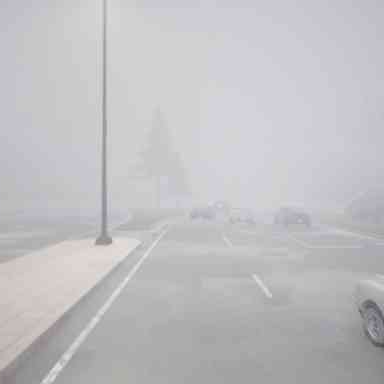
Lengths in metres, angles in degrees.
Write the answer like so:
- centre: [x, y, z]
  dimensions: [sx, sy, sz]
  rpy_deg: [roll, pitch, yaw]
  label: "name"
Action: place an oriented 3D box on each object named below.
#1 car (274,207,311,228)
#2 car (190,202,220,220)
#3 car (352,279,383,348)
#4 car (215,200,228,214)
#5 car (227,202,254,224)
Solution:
- centre: [7.314, 1.789, 24.388]
  dimensions: [1.812, 1.442, 4.674]
  rpy_deg: [0, -1, 2]
  label: "car"
- centre: [1.153, 1.940, 31.310]
  dimensions: [1.895, 1.301, 4.718]
  rpy_deg: [0, -1, 11]
  label: "car"
- centre: [3.602, 1.639, 3.446]
  dimensions: [1.895, 1.301, 4.718]
  rpy_deg: [0, -1, 0]
  label: "car"
- centre: [3.907, 1.807, 42.139]
  dimensions: [2.097, 1.767, 4.553]
  rpy_deg: [0, -1, 16]
  label: "car"
- centre: [4.033, 1.822, 27.339]
  dimensions: [1.812, 1.442, 4.674]
  rpy_deg: [0, 0, 5]
  label: "car"
